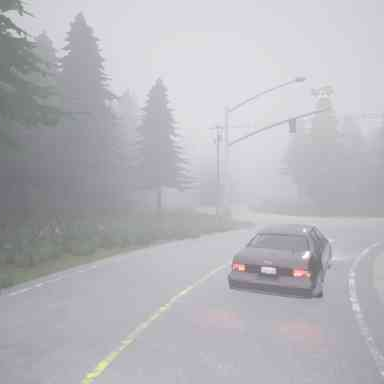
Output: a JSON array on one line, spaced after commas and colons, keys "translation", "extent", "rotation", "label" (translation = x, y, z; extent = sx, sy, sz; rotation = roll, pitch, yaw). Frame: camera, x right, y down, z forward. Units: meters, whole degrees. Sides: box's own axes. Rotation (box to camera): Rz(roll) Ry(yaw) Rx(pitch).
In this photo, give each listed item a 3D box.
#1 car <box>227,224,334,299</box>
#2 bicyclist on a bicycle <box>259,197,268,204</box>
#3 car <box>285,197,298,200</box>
[{"translation": [2.536, 1.547, 8.645], "extent": [2.033, 1.411, 5.357], "rotation": [0, 0, 25], "label": "car"}, {"translation": [8.680, 1.480, 40.159], "extent": [1.656, 1.620, 0.582], "rotation": [0, 0, -1], "label": "bicyclist on a bicycle"}, {"translation": [19.698, 1.591, 65.541], "extent": [4.181, 1.385, 1.994], "rotation": [0, 0, -44], "label": "car"}]
